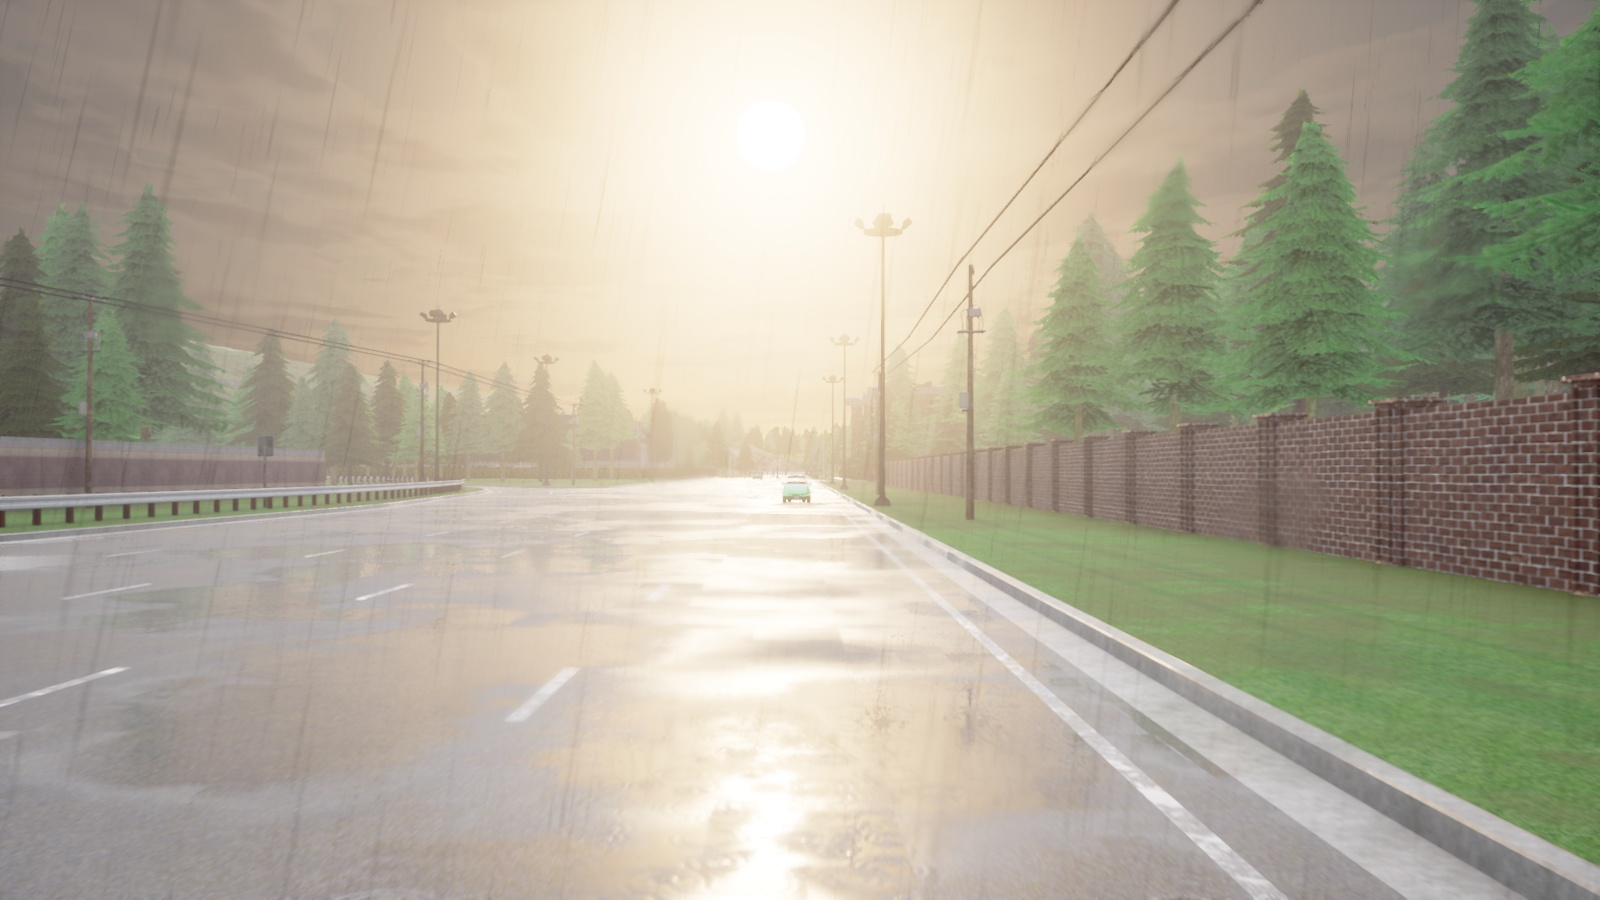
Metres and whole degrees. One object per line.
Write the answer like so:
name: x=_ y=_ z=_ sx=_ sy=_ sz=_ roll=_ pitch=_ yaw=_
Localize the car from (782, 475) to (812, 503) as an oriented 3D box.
car: x=-0.149 y=1.908 z=62.008 sx=1.481 sy=1.376 sz=2.207 roll=0 pitch=-1 yaw=0
